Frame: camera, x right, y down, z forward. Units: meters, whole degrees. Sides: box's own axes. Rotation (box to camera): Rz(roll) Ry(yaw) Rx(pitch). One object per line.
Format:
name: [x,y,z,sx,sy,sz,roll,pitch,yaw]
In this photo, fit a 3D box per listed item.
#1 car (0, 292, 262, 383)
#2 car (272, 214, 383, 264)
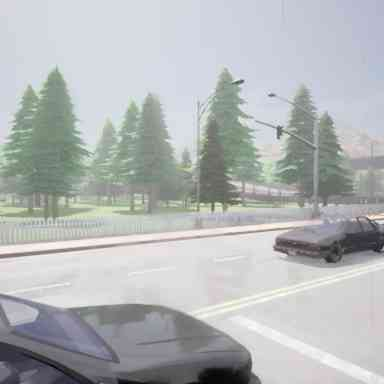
car: [-1.951,1.548,2.374,5.357,1.411,2.033,0,0,-36]
car: [5.345,1.544,12.094,5.357,1.411,2.033,0,0,-35]
